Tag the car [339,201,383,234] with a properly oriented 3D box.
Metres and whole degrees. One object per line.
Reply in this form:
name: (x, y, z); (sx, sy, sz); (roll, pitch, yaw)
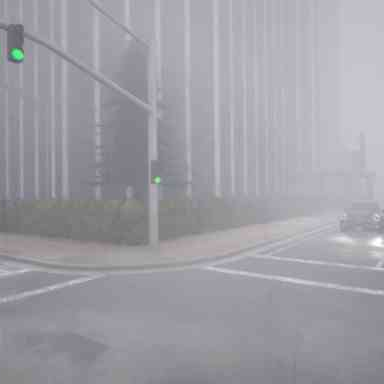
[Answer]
car: (10.007, 1.344, 19.185); (2.097, 1.767, 4.553); (-1, 0, 36)
